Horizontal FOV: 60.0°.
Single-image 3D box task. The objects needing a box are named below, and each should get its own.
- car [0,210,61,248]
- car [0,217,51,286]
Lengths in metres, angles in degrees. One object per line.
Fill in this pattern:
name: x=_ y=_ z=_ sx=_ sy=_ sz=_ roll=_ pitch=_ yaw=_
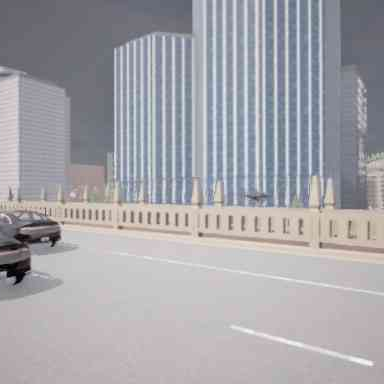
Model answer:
car: x=-7.323 y=1.504 z=13.520 sx=4.902 sy=1.511 sz=2.128 roll=0 pitch=0 yaw=36
car: x=-5.914 y=1.499 z=8.217 sx=4.902 sy=1.511 sz=2.128 roll=0 pitch=0 yaw=35
